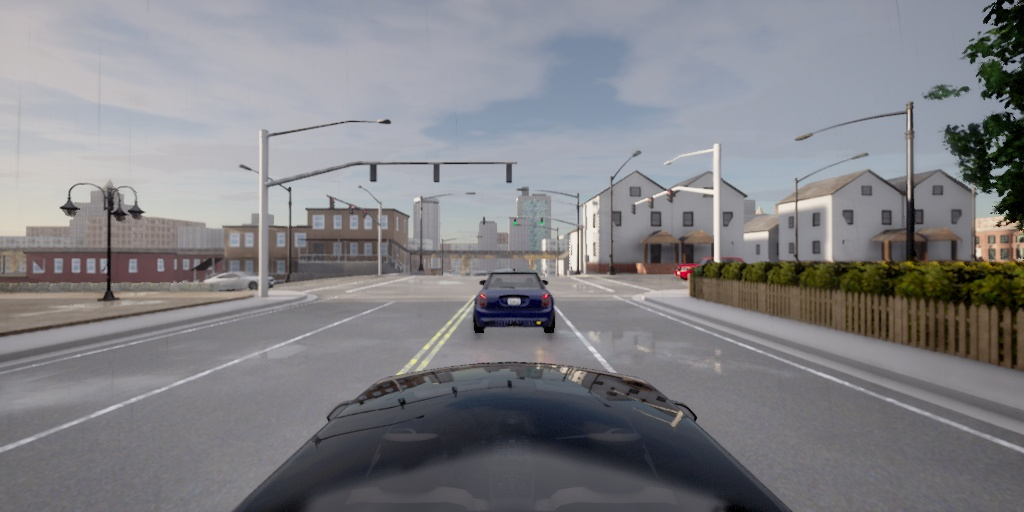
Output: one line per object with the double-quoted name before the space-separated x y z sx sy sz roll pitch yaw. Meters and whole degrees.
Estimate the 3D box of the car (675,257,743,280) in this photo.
"car" 17.040 1.120 30.772 5.566 2.045 2.150 0 0 -1

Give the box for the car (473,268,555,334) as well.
"car" 0.058 1.149 10.923 2.097 1.767 4.553 0 0 0

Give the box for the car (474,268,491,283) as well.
"car" -3.730 2.540 46.027 1.812 1.442 4.674 0 -9 0

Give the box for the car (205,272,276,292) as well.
"car" -20.073 1.897 26.461 4.674 1.442 1.812 -4 0 -1
